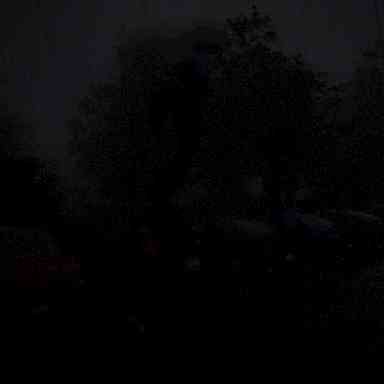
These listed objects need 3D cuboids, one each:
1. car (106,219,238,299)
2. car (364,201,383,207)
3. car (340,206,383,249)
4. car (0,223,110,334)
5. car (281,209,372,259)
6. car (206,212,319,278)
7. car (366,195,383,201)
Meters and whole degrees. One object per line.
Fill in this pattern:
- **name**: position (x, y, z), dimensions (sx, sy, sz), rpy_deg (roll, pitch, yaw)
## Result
- **car**: position (-1.320, 1.501, 8.681), dimensions (2.163, 1.488, 4.792), rpy_deg (0, 0, -36)
- **car**: position (10.180, 1.439, 16.871), dimensions (2.231, 1.521, 4.892), rpy_deg (0, 0, -36)
- **car**: position (5.593, 1.454, 13.578), dimensions (2.231, 1.521, 4.892), rpy_deg (0, 0, -36)
- **car**: position (-3.705, 1.477, 6.948), dimensions (2.097, 1.535, 5.008), rpy_deg (0, 0, -36)
- **car**: position (3.296, 1.459, 11.936), dimensions (2.097, 1.535, 5.008), rpy_deg (0, 0, -36)
- **car**: position (0.998, 1.465, 10.295), dimensions (2.097, 1.535, 5.008), rpy_deg (0, 0, -36)
- **car**: position (12.397, 1.178, 18.412), dimensions (2.435, 2.045, 5.566), rpy_deg (0, 0, -36)
